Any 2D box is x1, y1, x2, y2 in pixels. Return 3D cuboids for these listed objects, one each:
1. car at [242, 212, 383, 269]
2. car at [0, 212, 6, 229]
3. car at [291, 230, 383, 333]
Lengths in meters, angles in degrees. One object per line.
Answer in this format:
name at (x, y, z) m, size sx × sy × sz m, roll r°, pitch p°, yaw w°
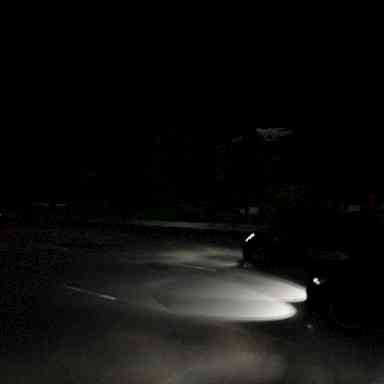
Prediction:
car at (3.788, 1.386, 9.888) m, size 4.553 × 1.767 × 2.097 m, roll -1°, pitch -1°, yaw 36°
car at (-15.111, 1.705, 23.262) m, size 4.553 × 1.767 × 2.097 m, roll -1°, pitch -1°, yaw 34°
car at (4.056, 1.560, 5.399) m, size 4.181 × 1.385 × 1.994 m, roll -1°, pitch -1°, yaw 35°
